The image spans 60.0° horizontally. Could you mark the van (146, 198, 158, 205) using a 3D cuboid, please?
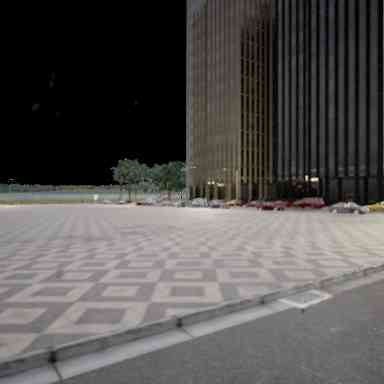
[{"bbox_3d":[-11.277,2.696,93.288,1.690,1.788,3.998,-1,0,-35],"label":"van"}]

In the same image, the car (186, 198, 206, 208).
[{"bbox_3d":[1.427,2.338,60.762,2.008,1.369,4.403,-1,0,-35],"label":"car"}]

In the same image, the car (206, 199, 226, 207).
[{"bbox_3d":[5.097,2.335,70.301,1.967,1.590,4.097,-1,0,-35],"label":"car"}]

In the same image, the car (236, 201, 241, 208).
[{"bbox_3d":[8.374,2.345,65.704,1.887,1.381,4.507,-1,0,-35],"label":"car"}]

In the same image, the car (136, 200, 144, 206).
[{"bbox_3d":[-11.670,2.706,79.150,1.887,1.381,4.507,-1,0,-35],"label":"car"}]

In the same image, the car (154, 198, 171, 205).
[{"bbox_3d":[-8.003,2.580,88.691,2.192,1.841,5.009,-1,0,-35],"label":"car"}]

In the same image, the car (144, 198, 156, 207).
[{"bbox_3d":[-8.398,2.509,74.553,1.967,1.590,4.097,-1,0,-35],"label":"car"}]

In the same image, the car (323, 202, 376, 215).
[{"bbox_3d":[17.798,1.874,37.781,2.008,1.369,4.403,-1,0,-35],"label":"car"}]

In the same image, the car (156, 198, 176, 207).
[{"bbox_3d":[-5.122,2.527,69.956,2.008,1.369,4.403,-1,0,-35],"label":"car"}]

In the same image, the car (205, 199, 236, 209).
[{"bbox_3d":[4.701,2.242,56.166,2.008,1.369,4.403,-1,0,-35],"label":"car"}]

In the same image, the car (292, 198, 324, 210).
[{"bbox_3d":[18.191,1.832,51.915,2.192,1.841,5.009,-1,0,-35],"label":"car"}]

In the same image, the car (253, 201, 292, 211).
[{"bbox_3d":[11.249,2.049,46.974,1.887,1.381,4.507,-1,0,-35],"label":"car"}]

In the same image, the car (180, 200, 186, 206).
[{"bbox_3d":[-1.449,2.633,79.495,2.008,1.369,4.403,-1,0,-35],"label":"car"}]

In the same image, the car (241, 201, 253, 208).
[{"bbox_3d":[11.645,2.286,61.112,1.802,1.307,4.206,-1,0,-35],"label":"car"}]

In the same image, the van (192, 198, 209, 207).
[{"bbox_3d":[1.821,2.330,74.899,1.690,1.788,3.998,-1,0,-35],"label":"van"}]

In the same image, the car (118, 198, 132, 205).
[{"bbox_3d":[-18.218,2.924,88.343,1.802,1.307,4.206,-1,0,-35],"label":"car"}]

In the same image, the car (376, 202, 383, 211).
[{"bbox_3d":[24.647,1.864,42.859,1.752,1.417,4.829,-1,0,-35],"label":"car"}]

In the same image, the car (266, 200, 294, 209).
[{"bbox_3d":[14.922,2.154,56.510,1.887,1.381,4.507,-1,0,-35],"label":"car"}]
